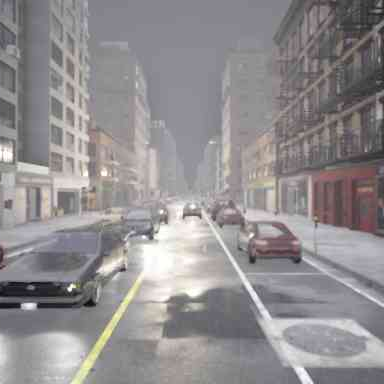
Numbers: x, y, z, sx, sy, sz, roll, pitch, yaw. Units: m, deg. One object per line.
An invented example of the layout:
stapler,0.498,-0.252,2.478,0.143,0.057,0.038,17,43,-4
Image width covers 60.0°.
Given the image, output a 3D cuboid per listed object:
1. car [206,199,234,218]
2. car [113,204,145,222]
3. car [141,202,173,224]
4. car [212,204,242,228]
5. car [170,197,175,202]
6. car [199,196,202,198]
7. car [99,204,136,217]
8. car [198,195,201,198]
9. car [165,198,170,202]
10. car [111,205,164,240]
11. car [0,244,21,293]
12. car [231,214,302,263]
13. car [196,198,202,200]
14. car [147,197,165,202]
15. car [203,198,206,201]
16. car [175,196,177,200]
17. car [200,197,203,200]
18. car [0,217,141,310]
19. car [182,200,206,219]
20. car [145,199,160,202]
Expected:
car,2.644,1.503,28.984,2.192,1.841,5.009,0,0,0
car,-5.381,1.754,28.978,1.947,1.339,4.313,0,0,0
car,-2.780,1.737,26.422,1.994,1.385,4.181,0,0,0
car,2.643,1.736,23.300,1.802,1.307,4.206,0,0,0
car,-5.373,2.043,74.431,1.802,1.307,4.206,0,0,0
car,2.650,1.960,63.069,1.947,1.339,4.313,0,0,0
car,-5.383,1.678,23.126,1.752,1.417,4.829,0,0,0
car,2.652,1.987,74.601,1.752,1.417,4.829,0,0,0
car,-5.376,1.799,57.387,1.967,1.590,4.097,0,0,0
car,-2.765,1.645,17.893,1.812,1.442,4.674,0,0,0
car,-5.386,1.587,6.250,1.887,1.381,4.507,0,0,0
car,2.640,1.663,11.938,1.802,1.307,4.206,0,0,0
car,0.057,1.891,45.864,1.895,1.301,4.718,0,0,1
car,-5.378,1.606,46.024,2.192,1.841,5.009,0,0,0
car,2.646,1.697,40.345,1.967,1.590,4.097,0,0,0
car,-5.372,2.045,80.112,2.008,1.369,4.403,0,0,0
car,2.648,1.876,51.706,2.008,1.369,4.403,0,0,0
car,-2.803,1.605,8.406,2.033,1.411,5.357,0,0,0
car,0.019,1.750,31.356,2.033,1.411,5.357,0,0,0
car,-5.379,1.822,40.341,1.947,1.339,4.313,0,0,0
